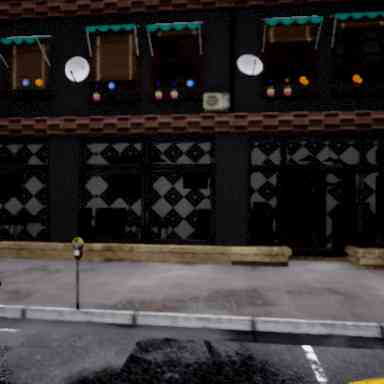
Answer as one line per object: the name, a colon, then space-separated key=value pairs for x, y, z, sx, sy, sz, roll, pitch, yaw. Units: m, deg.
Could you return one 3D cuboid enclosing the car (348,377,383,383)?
car: x=3.407 y=1.488 z=1.598 sx=5.366 sy=1.575 sz=1.801 roll=0 pitch=0 yaw=6
